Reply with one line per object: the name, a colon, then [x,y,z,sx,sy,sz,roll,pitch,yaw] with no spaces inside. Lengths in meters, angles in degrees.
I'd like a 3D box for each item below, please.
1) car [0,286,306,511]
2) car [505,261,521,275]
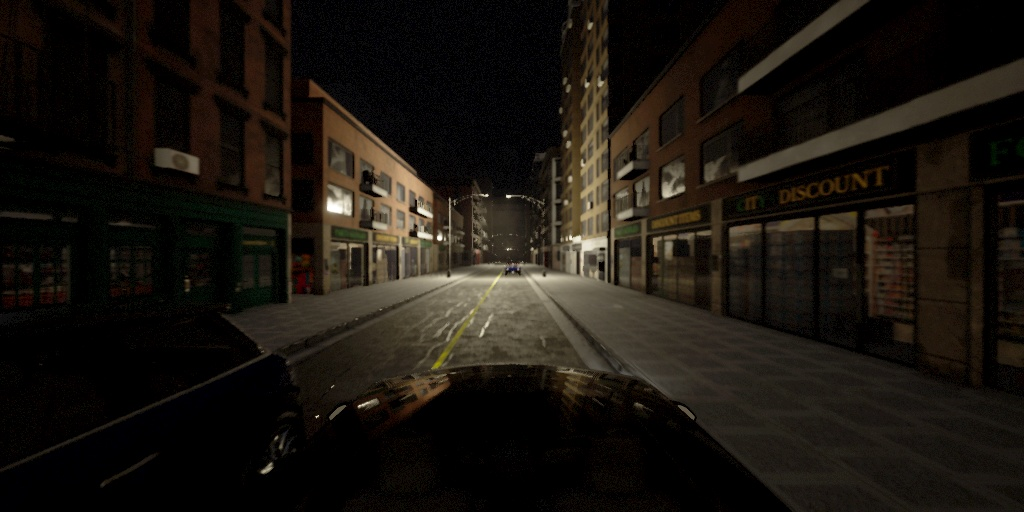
car: [-2.851,1.100,1.213,2.097,1.767,4.553,0,0,0]
car: [0.100,1.525,42.546,1.895,1.301,4.718,0,0,0]
